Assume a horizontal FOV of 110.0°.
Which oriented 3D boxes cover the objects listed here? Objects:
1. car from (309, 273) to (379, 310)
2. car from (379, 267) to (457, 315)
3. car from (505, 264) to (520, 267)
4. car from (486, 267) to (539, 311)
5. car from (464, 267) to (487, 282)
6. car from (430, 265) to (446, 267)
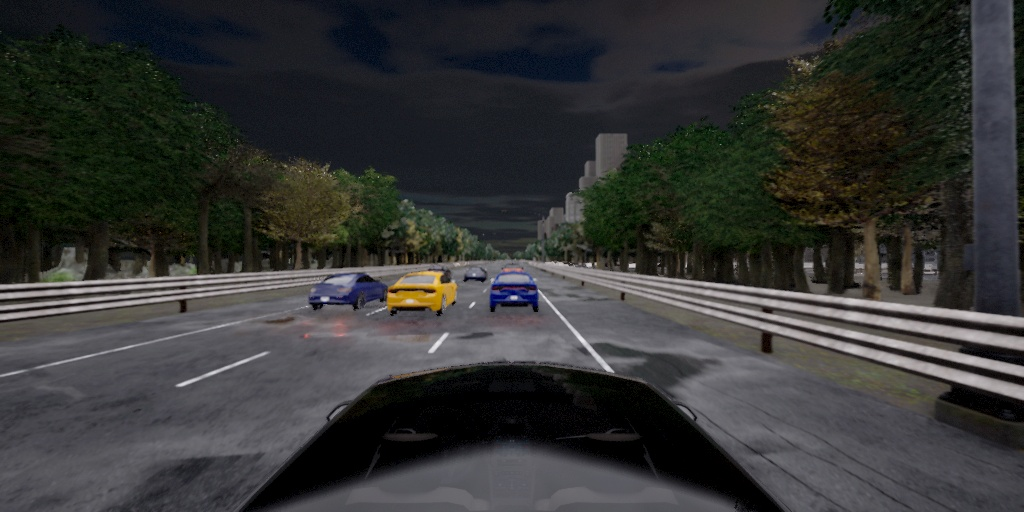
[{"bbox_3d":[-6.918,1.451,15.562,1.812,1.442,4.674,0,-1,0],"label":"car"},{"bbox_3d":[-3.416,1.388,14.467,1.882,1.535,5.008,0,-1,0],"label":"car"},{"bbox_3d":[0.063,1.497,33.927,2.097,1.767,4.553,0,-1,0],"label":"car"},{"bbox_3d":[0.080,1.401,15.524,1.882,1.535,5.008,0,-1,0],"label":"car"},{"bbox_3d":[-3.438,1.718,34.700,1.994,1.385,4.181,0,-1,0],"label":"car"},{"bbox_3d":[-6.937,1.640,34.148,2.128,1.511,4.902,0,-1,0],"label":"car"}]
